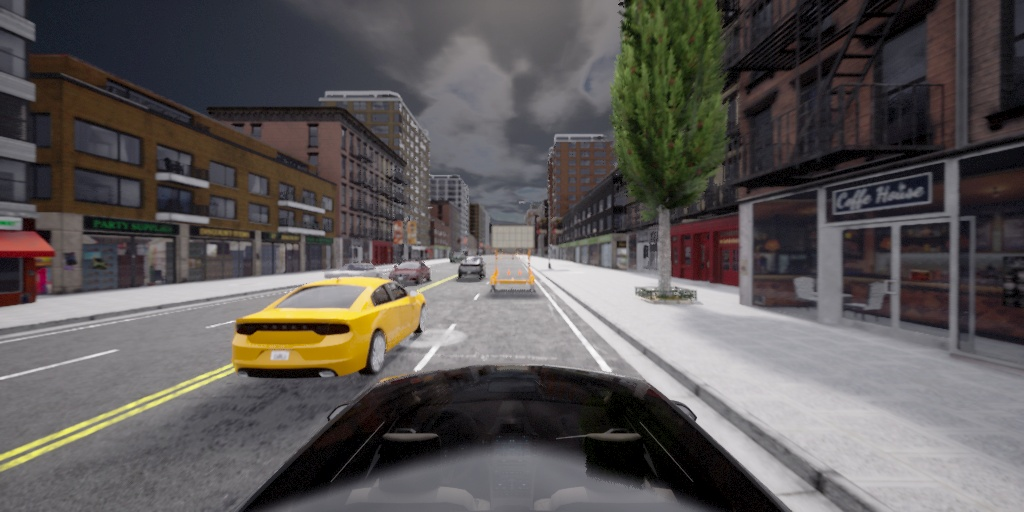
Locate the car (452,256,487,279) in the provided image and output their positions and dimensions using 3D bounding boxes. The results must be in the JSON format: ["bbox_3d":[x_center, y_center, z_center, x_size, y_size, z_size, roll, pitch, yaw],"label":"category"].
[{"bbox_3d":[-3.082,0.963,28.214,2.128,1.511,4.902,0,1,0],"label":"car"}]

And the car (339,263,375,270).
[{"bbox_3d":[-9.798,1.128,22.470,1.895,1.301,4.718,0,1,0],"label":"car"}]

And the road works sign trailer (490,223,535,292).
[{"bbox_3d":[0.042,0.029,19.567,2.380,3.560,2.880,0,0,0],"label":"road works sign trailer"}]

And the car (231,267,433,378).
[{"bbox_3d":[-3.130,1.167,7.315,1.882,1.535,5.008,0,1,0],"label":"car"}]

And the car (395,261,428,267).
[{"bbox_3d":[-6.544,1.045,23.434,1.812,1.442,4.674,0,1,0],"label":"car"}]

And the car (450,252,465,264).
[{"bbox_3d":[-9.609,0.325,63.798,2.150,2.045,5.566,0,1,1],"label":"car"}]
